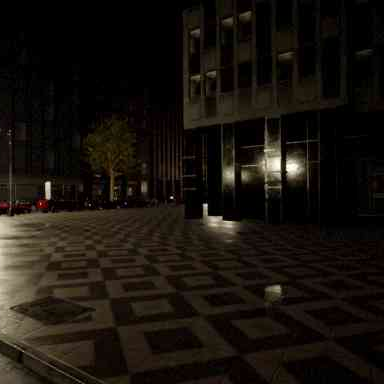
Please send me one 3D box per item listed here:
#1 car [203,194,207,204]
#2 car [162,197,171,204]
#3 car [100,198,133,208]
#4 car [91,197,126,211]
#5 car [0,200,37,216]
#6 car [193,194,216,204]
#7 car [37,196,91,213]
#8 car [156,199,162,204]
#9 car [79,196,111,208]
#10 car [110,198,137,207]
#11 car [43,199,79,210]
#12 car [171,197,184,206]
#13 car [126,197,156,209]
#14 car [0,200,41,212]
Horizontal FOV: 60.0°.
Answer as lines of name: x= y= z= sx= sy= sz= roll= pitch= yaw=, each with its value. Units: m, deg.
car: x=2.298 y=1.222 z=58.371 sx=2.192 sy=1.841 sz=5.009 roll=-1 pitch=0 yaw=35
car: x=-4.703 y=1.574 z=63.231 sx=1.947 sy=1.339 sz=4.313 roll=-1 pitch=0 yaw=35
car: x=-11.077 y=1.607 z=49.177 sx=1.895 sy=1.301 sz=4.718 roll=-1 pitch=0 yaw=35
car: x=-10.547 y=1.524 z=39.831 sx=1.947 sy=1.339 sz=4.313 roll=-1 pitch=0 yaw=35
car: x=-16.970 y=1.576 z=30.562 sx=1.802 sy=1.307 sz=4.206 roll=-1 pitch=0 yaw=35
car: x=2.381 y=1.283 z=63.018 sx=2.097 sy=1.767 sz=4.553 roll=-1 pitch=0 yaw=35
car: x=-13.761 y=1.290 z=35.198 sx=2.192 sy=1.841 sz=5.009 roll=-1 pitch=0 yaw=35
car: x=-8.012 y=1.544 z=58.455 sx=1.752 sy=1.417 sz=4.829 roll=-1 pitch=0 yaw=35
car: x=-14.341 y=1.484 z=49.325 sx=1.967 sy=1.590 sz=4.097 roll=-1 pitch=0 yaw=35
car: x=-11.127 y=1.612 z=53.960 sx=1.802 sy=1.307 sz=4.206 roll=-1 pitch=0 yaw=35
car: x=-17.551 y=1.641 z=44.690 sx=1.802 sy=1.307 sz=4.206 roll=-1 pitch=0 yaw=35
car: x=-0.913 y=1.462 z=53.735 sx=1.887 sy=1.381 sz=4.507 roll=-1 pitch=0 yaw=35
car: x=-7.336 y=1.509 z=44.465 sx=1.947 sy=1.339 sz=4.313 roll=-1 pitch=0 yaw=35
car: x=-20.763 y=1.642 z=40.055 sx=1.947 sy=1.339 sz=4.313 roll=-1 pitch=0 yaw=35
